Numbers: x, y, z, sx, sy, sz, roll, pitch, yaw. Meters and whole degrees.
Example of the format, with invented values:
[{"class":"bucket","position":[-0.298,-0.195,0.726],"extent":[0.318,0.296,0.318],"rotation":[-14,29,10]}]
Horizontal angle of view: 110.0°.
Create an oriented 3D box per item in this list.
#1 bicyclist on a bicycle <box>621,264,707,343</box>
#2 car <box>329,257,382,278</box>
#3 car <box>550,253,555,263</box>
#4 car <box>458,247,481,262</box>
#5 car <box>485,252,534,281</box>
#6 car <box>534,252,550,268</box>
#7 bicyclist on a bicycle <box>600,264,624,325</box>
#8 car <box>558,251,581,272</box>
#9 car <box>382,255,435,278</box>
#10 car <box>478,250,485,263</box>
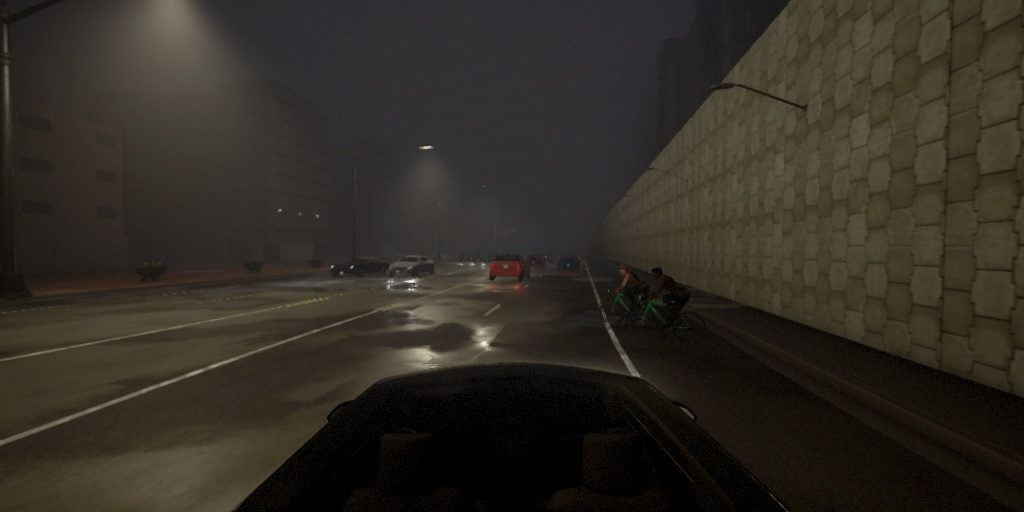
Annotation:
[{"class":"bicyclist on a bicycle","position":[3.359,1.068,7.896],"extent":[1.656,1.620,0.582],"rotation":[0,1,29]},{"class":"car","position":[-10.608,0.738,25.325],"extent":[1.895,1.301,4.718],"rotation":[1,1,11]},{"class":"car","position":[4.911,0.202,50.288],"extent":[2.033,1.411,5.357],"rotation":[1,1,11]},{"class":"car","position":[-5.771,-0.194,50.569],"extent":[2.150,2.045,5.566],"rotation":[1,1,11]},{"class":"car","position":[-0.036,0.595,23.550],"extent":[2.097,1.767,4.553],"rotation":[1,1,10]},{"class":"car","position":[2.558,0.408,37.734],"extent":[1.882,1.535,5.008],"rotation":[1,1,11]},{"class":"bicyclist on a bicycle","position":[3.026,1.043,9.240],"extent":[1.656,1.620,0.582],"rotation":[-1,0,36]},{"class":"car","position":[5.189,0.546,32.469],"extent":[1.882,1.535,5.008],"rotation":[1,1,11]},{"class":"car","position":[-6.996,0.679,25.576],"extent":[1.812,1.442,4.674],"rotation":[1,1,11]},{"class":"car","position":[-2.680,0.182,48.195],"extent":[1.812,1.442,4.674],"rotation":[1,1,11]}]
